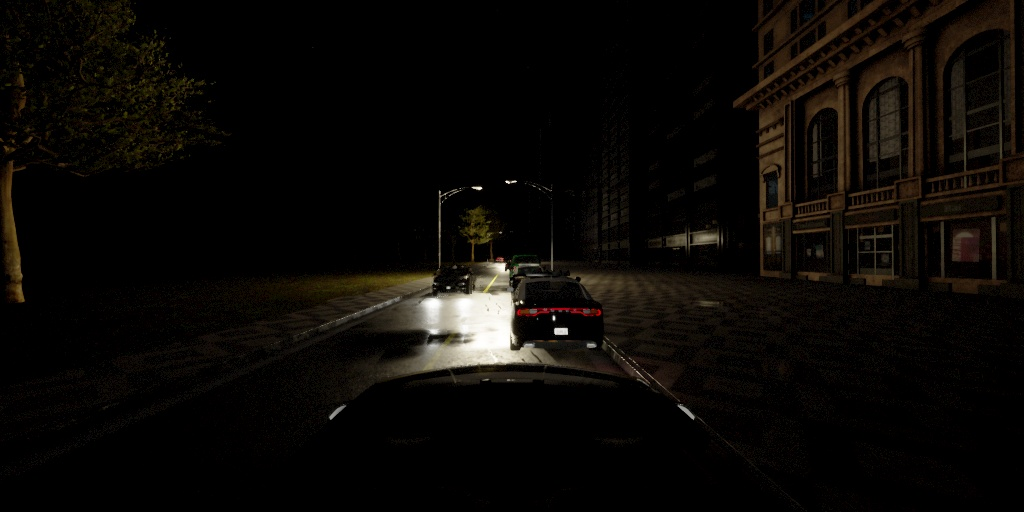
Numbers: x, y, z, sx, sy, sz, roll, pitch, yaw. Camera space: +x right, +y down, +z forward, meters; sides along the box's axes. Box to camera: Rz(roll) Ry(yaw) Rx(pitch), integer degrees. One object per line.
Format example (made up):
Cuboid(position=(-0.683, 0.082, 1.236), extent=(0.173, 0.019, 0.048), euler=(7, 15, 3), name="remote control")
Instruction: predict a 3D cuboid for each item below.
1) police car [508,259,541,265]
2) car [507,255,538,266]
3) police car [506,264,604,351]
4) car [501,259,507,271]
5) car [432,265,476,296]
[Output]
Cuboid(position=(0.897, 1.170, 19.150), extent=(1.930, 1.638, 5.238), euler=(0, 0, 0), name="police car")
Cuboid(position=(0.894, 0.963, 25.070), extent=(2.150, 2.045, 5.566), euler=(0, 0, 0), name="car")
Cuboid(position=(0.899, 1.175, 9.149), extent=(1.930, 1.638, 5.238), euler=(0, 0, 0), name="police car")
Cuboid(position=(0.016, 1.252, 46.600), extent=(2.033, 1.411, 5.357), euler=(0, 0, 1), name="car")
Cuboid(position=(-3.004, 1.250, 19.337), extent=(1.837, 1.490, 4.892), euler=(0, 0, 0), name="car")
